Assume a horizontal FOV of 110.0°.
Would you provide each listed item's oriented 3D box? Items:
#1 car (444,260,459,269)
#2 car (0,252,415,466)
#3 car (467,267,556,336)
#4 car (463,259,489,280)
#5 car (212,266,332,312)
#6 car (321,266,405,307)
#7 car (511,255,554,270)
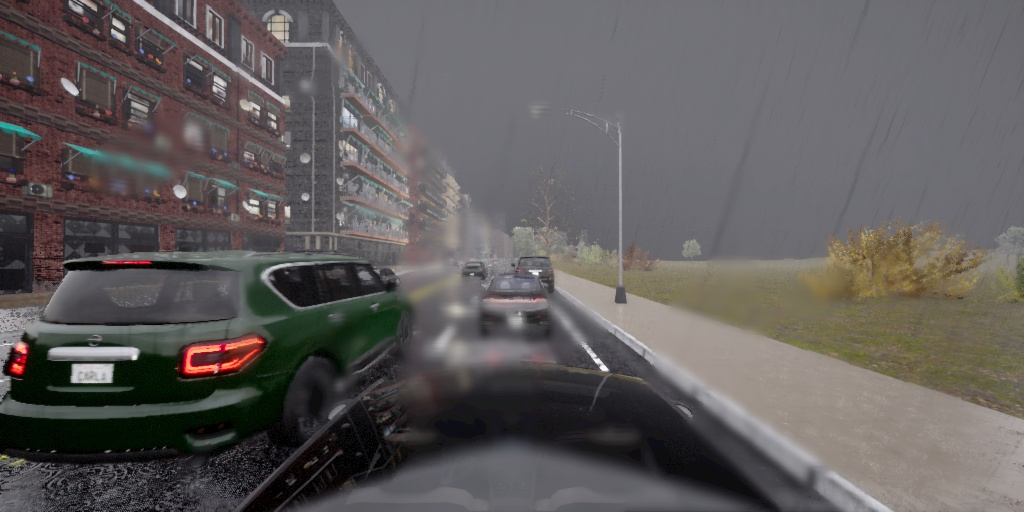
[{"bbox_3d":[-9.785,1.301,58.398,2.033,1.411,5.357,0,0,0],"label":"car"},{"bbox_3d":[-3.146,0.973,5.372,2.150,2.045,5.566,0,0,0],"label":"car"},{"bbox_3d":[0.109,1.243,10.423,2.128,1.511,4.902,0,0,0],"label":"car"},{"bbox_3d":[-3.123,1.257,31.155,1.837,1.490,4.892,0,-1,0],"label":"car"},{"bbox_3d":[-9.838,1.257,15.286,1.837,1.490,4.892,0,0,0],"label":"car"},{"bbox_3d":[-6.586,1.257,16.502,1.837,1.490,4.892,0,0,0],"label":"car"},{"bbox_3d":[1.155,0.978,20.292,2.150,2.045,5.566,0,0,0],"label":"car"}]
